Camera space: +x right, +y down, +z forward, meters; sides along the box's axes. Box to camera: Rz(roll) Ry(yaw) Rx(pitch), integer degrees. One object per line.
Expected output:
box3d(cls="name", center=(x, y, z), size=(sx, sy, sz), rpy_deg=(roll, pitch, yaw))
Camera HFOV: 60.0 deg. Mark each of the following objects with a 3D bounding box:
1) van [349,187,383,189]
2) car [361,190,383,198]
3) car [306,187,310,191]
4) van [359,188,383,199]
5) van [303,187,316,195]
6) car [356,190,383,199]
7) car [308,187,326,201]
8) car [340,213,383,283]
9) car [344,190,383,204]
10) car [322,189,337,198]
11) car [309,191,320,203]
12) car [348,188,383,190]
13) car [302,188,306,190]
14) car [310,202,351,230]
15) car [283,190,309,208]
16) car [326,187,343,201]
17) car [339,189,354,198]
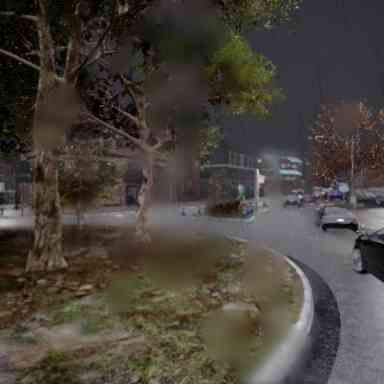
box3d(cls="van", center=(26.771, 0.559, 50.630), size=(4.442, 1.987, 1.878), rpy_deg=(0, 1, 31))
box3d(cls="car", center=(35.508, 0.404, 64.349), size=(4.674, 1.452, 2.002), rpy_deg=(0, 2, 34))
box3d(cls="car", center=(27.207, 0.127, 81.470), size=(2.163, 1.488, 4.792), rpy_deg=(0, 2, 37))
box3d(cls="van", center=(32.611, 0.289, 59.714), size=(4.442, 1.987, 1.878), rpy_deg=(0, 2, 33))
box3d(cls="van", center=(30.463, -0.287, 85.842), size=(1.878, 1.987, 4.442), rpy_deg=(0, 1, 38))
box3d(cls="car", center=(33.845, 0.437, 62.177), size=(5.366, 1.575, 1.946), rpy_deg=(0, 2, 33))
box3d(cls="car", center=(22.264, 0.563, 58.049), size=(2.097, 1.767, 4.553), rpy_deg=(0, 1, 32))
box3d(cls="car", center=(5.166, 1.488, 7.620), size=(2.128, 1.511, 4.902), rpy_deg=(0, 0, 12))
box3d(cls="car", center=(24.041, 0.912, 45.849), size=(4.892, 1.521, 2.231), rpy_deg=(0, 1, 31))
box3d(cls="car", center=(27.526, 0.291, 66.423), size=(1.837, 1.490, 4.892), rpy_deg=(0, 2, 34))
box3d(cls="car", center=(17.243, 1.004, 49.471), size=(1.994, 1.385, 4.181), rpy_deg=(0, 1, 31))
box3d(cls="car", center=(25.485, 0.723, 48.191), size=(4.553, 1.767, 2.185), rpy_deg=(0, 1, 31))
box3d(cls="car", center=(24.026, 0.254, 76.993), size=(2.097, 1.535, 5.008), rpy_deg=(0, 2, 35))
box3d(cls="car", center=(8.791, 1.543, 20.597), size=(1.994, 1.385, 4.181), rpy_deg=(0, 0, 13))
box3d(cls="car", center=(12.536, 1.001, 40.580), size=(2.097, 1.767, 4.553), rpy_deg=(0, 1, 26))
box3d(cls="car", center=(24.767, 0.435, 56.387), size=(2.150, 2.045, 5.566), rpy_deg=(0, 1, 32))
box3d(cls="car", center=(30.271, 0.297, 65.134), size=(1.837, 1.490, 4.892), rpy_deg=(0, 2, 34))
